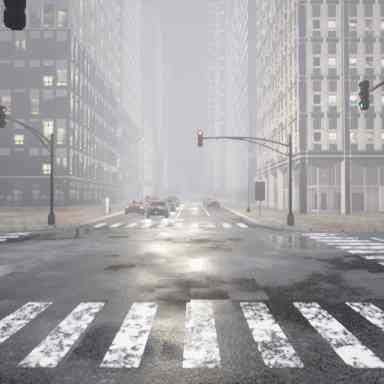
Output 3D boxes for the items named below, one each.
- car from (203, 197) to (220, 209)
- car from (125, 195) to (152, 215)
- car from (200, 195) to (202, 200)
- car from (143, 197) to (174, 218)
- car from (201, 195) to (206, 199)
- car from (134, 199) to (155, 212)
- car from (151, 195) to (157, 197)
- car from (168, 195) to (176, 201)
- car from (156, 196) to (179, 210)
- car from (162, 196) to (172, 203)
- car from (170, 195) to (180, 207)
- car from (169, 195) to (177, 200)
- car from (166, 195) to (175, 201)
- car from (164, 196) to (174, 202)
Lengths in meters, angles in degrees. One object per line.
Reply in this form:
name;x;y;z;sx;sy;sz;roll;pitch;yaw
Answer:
car;2.874;1.596;44.944;1.802;1.307;4.206;1;0;0
car;-5.546;1.450;33.764;1.967;1.590;4.097;1;0;0
car;2.938;1.585;61.677;1.947;1.339;4.313;1;0;0
car;-2.984;1.514;30.302;1.837;1.490;4.892;0;0;0
car;2.918;1.543;56.270;1.752;1.417;4.829;1;0;0
car;-5.528;1.594;39.339;1.802;1.307;4.206;1;0;0
car;-5.501;1.329;44.914;2.192;1.841;5.009;1;0;0
car;-5.337;1.580;89.515;2.008;1.369;4.403;1;0;0
car;-2.948;1.517;39.751;1.837;1.490;4.892;0;0;0
car;-5.400;1.568;72.790;1.887;1.381;4.507;1;0;0
car;-2.904;1.368;49.826;2.097;1.767;4.553;0;0;0
car;-5.316;1.598;95.090;1.947;1.339;4.313;1;0;0
car;-5.358;1.572;83.940;1.887;1.381;4.507;1;0;0
car;-5.379;1.576;78.365;2.008;1.369;4.403;1;0;0
